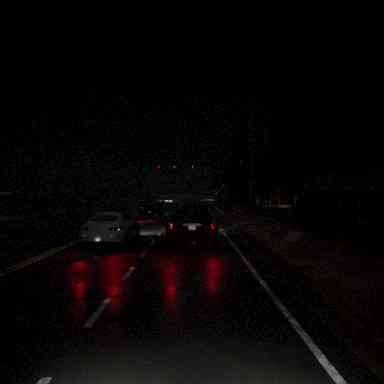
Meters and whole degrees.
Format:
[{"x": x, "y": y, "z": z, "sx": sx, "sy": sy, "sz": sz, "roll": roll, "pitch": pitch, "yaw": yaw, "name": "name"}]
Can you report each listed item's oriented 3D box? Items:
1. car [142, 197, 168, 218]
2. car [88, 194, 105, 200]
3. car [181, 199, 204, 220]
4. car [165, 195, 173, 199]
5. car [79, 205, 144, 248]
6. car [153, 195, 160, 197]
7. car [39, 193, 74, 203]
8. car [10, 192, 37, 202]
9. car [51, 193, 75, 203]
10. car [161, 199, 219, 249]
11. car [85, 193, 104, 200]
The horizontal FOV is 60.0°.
[{"x": -3.518, "y": 1.483, "z": 29.665, "sx": 1.882, "sy": 1.535, "sz": 5.008, "roll": 0, "pitch": 0, "yaw": 0, "name": "car"}, {"x": -24.919, "y": 1.393, "z": 86.796, "sx": 3.806, "sy": 1.475, "sz": 1.970, "roll": 0, "pitch": 0, "yaw": 0, "name": "car"}, {"x": -0.018, "y": 1.483, "z": 29.694, "sx": 1.882, "sy": 1.535, "sz": 5.008, "roll": 0, "pitch": 0, "yaw": 0, "name": "car"}, {"x": -6.385, "y": 1.485, "z": 91.975, "sx": 2.128, "sy": 1.511, "sz": 4.902, "roll": 0, "pitch": 0, "yaw": 2, "name": "car"}, {"x": -3.500, "y": 1.531, "z": 14.650, "sx": 1.812, "sy": 1.442, "sz": 4.674, "roll": 0, "pitch": 0, "yaw": 0, "name": "car"}, {"x": -9.884, "y": 1.512, "z": 92.067, "sx": 1.994, "sy": 1.385, "sz": 4.181, "roll": 0, "pitch": 0, "yaw": 2, "name": "car"}, {"x": -24.966, "y": 1.151, "z": 61.383, "sx": 4.605, "sy": 1.855, "sz": 1.932, "roll": 0, "pitch": 0, "yaw": 0, "name": "car"}, {"x": -42.453, "y": 1.151, "z": 83.893, "sx": 4.605, "sy": 1.855, "sz": 1.932, "roll": 0, "pitch": 0, "yaw": 0, "name": "car"}, {"x": -24.909, "y": 1.154, "z": 64.277, "sx": 3.866, "sy": 1.878, "sz": 1.905, "roll": 0, "pitch": 0, "yaw": 0, "name": "car"}, {"x": 0.000, "y": 1.364, "z": 14.620, "sx": 2.097, "sy": 1.767, "sz": 4.553, "roll": 0, "pitch": 0, "yaw": 0, "name": "car"}, {"x": -24.932, "y": 1.154, "z": 83.901, "sx": 3.866, "sy": 1.878, "sz": 1.905, "roll": 0, "pitch": 0, "yaw": 0, "name": "car"}]
